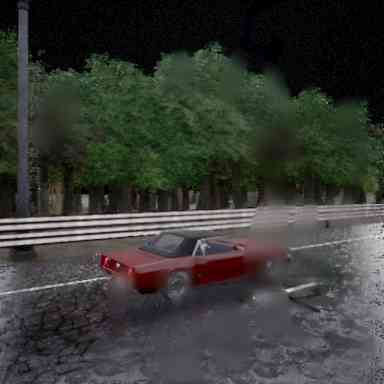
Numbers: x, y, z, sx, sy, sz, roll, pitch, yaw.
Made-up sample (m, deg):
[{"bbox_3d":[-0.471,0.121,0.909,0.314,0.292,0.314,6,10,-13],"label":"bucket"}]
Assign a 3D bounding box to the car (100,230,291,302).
[{"bbox_3d":[0.315,1.607,8.280,4.718,1.301,1.895,0,0,-35],"label":"car"}]
